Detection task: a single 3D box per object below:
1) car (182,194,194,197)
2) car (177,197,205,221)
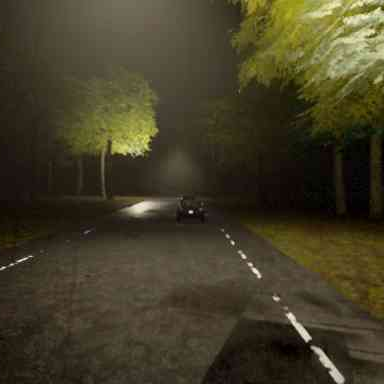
[{"bbox_3d":[-0.474,0.998,41.074,1.837,1.490,4.892,0,2,-2],"label":"car"},{"bbox_3d":[-0.101,1.286,24.325,1.994,1.385,4.181,0,1,-1],"label":"car"}]
